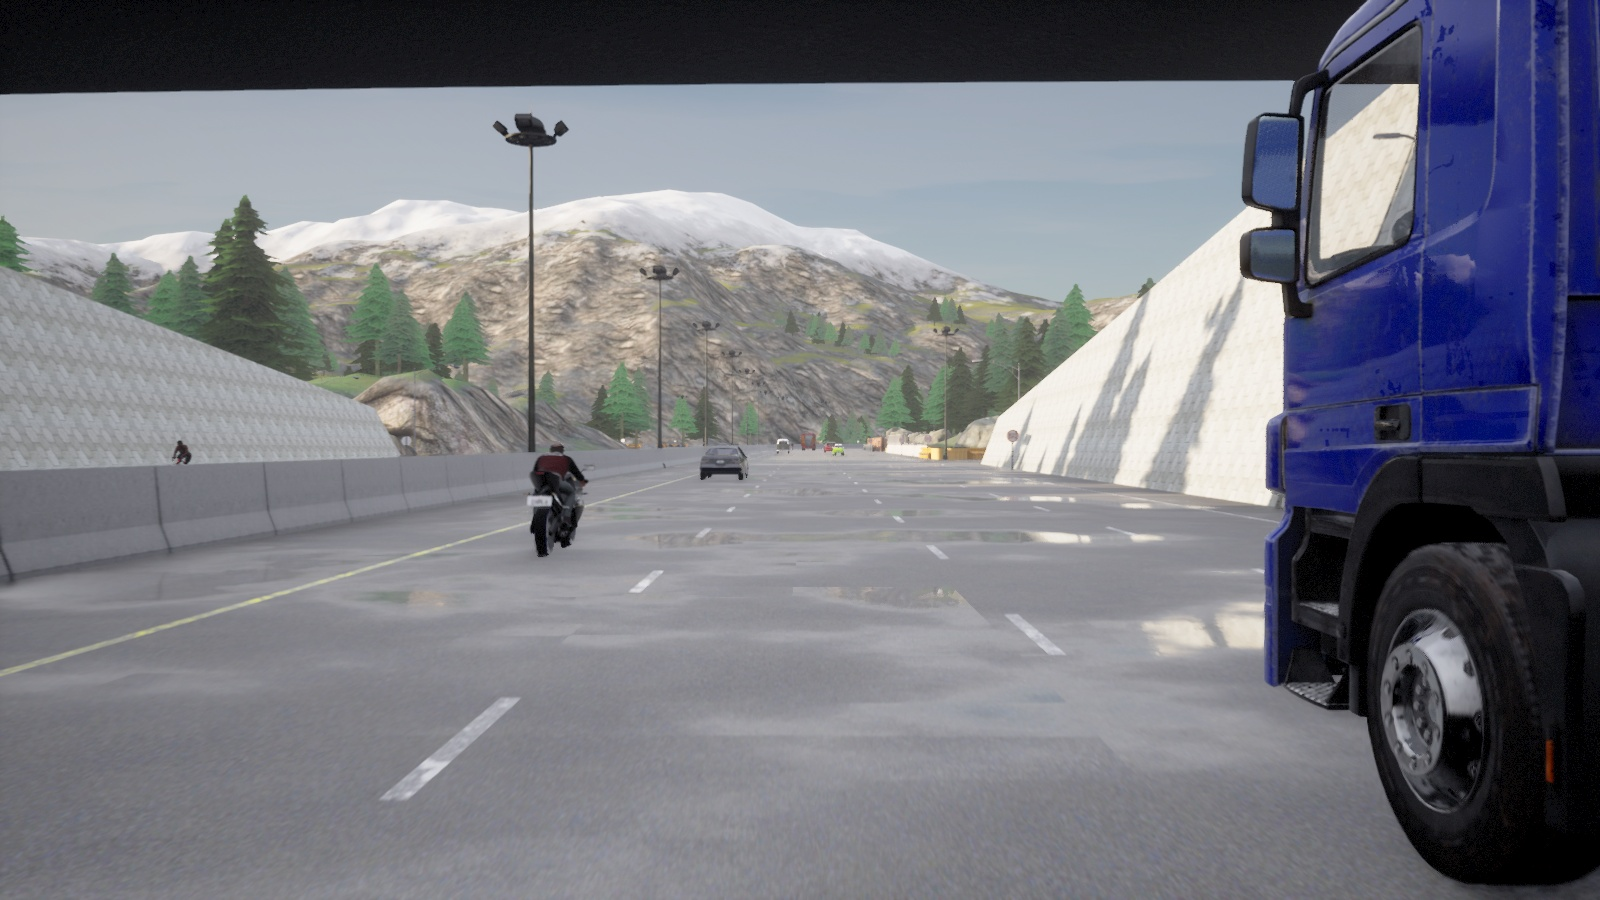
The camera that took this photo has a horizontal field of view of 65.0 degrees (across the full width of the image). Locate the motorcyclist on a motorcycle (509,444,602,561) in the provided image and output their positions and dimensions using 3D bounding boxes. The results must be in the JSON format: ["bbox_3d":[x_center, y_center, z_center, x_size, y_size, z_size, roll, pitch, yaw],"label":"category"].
[{"bbox_3d":[-3.376,0.680,17.554,0.866,1.530,2.191,0,0,0],"label":"motorcyclist on a motorcycle"}]

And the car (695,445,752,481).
[{"bbox_3d":[-3.137,0.495,52.532,2.033,1.411,5.357,0,0,0],"label":"car"}]

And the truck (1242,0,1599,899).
[{"bbox_3d":[3.528,-0.244,1.995,2.891,3.462,7.936,0,0,0],"label":"truck"}]
